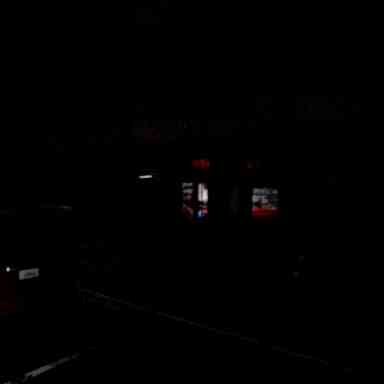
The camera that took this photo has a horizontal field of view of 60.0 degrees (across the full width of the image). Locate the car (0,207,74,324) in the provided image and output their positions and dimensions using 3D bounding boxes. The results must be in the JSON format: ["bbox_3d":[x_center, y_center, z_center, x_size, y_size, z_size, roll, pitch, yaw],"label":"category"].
[{"bbox_3d":[-4.240,1.193,6.082,5.009,1.841,2.192,1,0,35],"label":"car"}]
